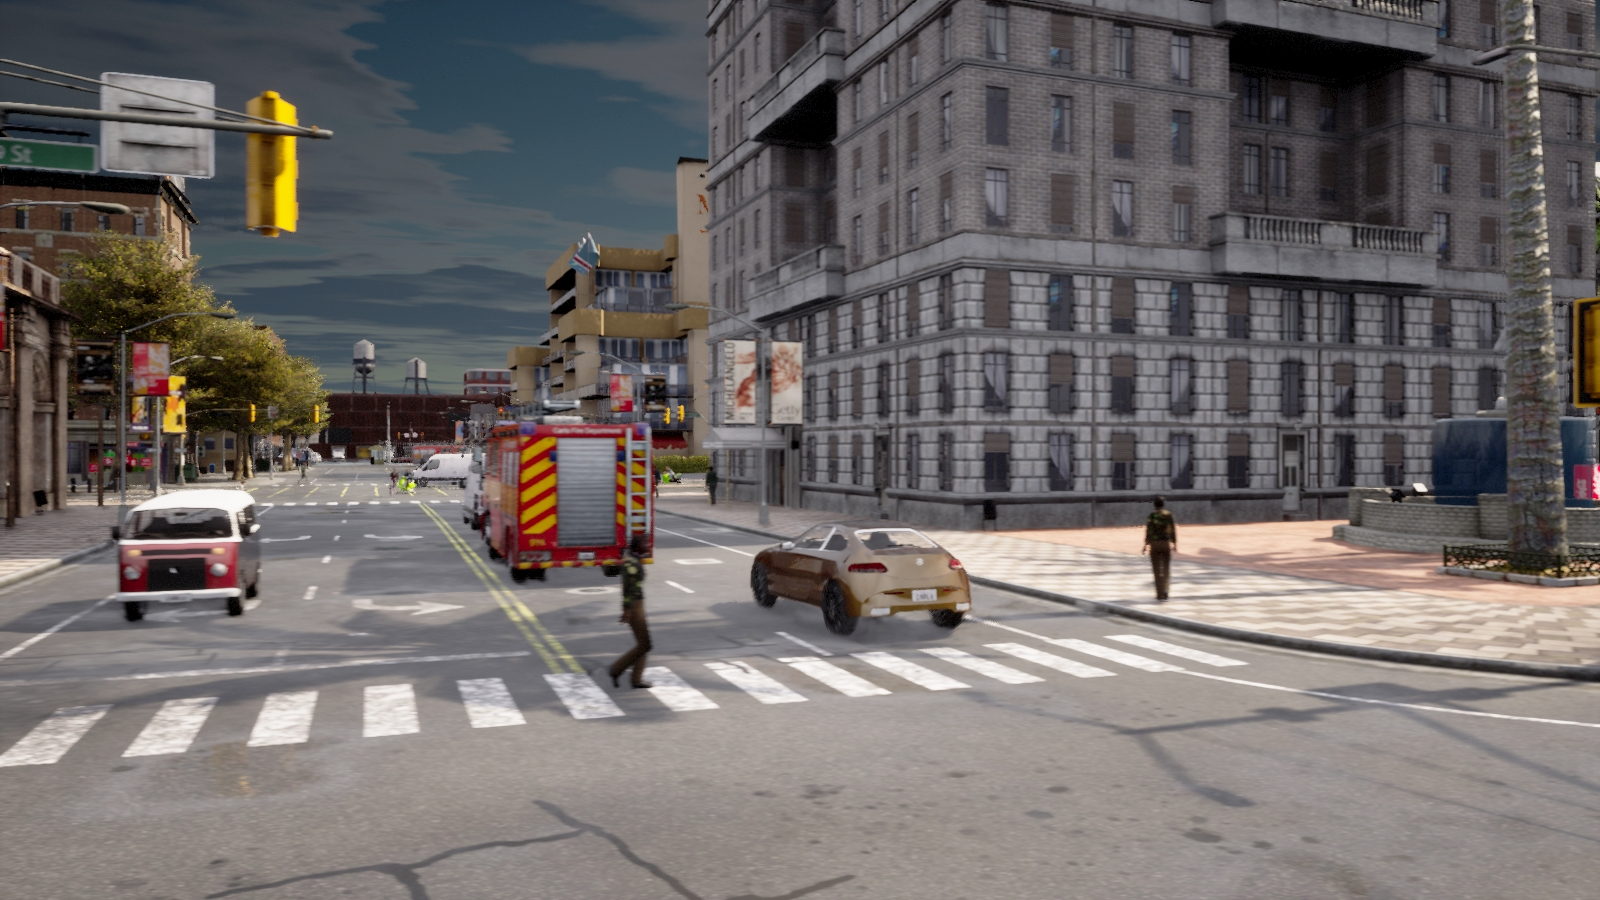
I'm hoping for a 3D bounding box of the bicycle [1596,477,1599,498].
[{"bbox_3d":[46.904,2.174,66.086,0.373,1.196,1.643,-1,0,-6],"label":"bicycle"}]

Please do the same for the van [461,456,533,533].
[{"bbox_3d":[-11.191,1.518,41.881,1.988,2.561,5.915,0,0,-20],"label":"van"}]

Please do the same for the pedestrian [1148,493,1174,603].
[{"bbox_3d":[6.226,1.687,19.724,0.375,1.860,0.375,0,0,10],"label":"pedestrian"}]

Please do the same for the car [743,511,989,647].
[{"bbox_3d":[0.886,1.984,19.056,2.152,1.651,5.027,0,0,-22],"label":"car"}]

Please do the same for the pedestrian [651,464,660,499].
[{"bbox_3d":[-7.725,1.672,61.137,0.375,1.860,0.375,0,0,-36],"label":"pedestrian"}]

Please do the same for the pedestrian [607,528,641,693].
[{"bbox_3d":[-2.033,1.843,13.232,0.375,1.860,0.375,0,0,-6],"label":"pedestrian"}]

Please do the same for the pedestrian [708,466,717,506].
[{"bbox_3d":[-4.119,1.674,53.805,0.375,1.860,0.375,0,0,-19],"label":"pedestrian"}]

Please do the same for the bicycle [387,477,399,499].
[{"bbox_3d":[-23.561,2.185,66.079,0.329,1.171,1.835,3,-1,-11],"label":"bicycle"}]

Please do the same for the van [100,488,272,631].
[{"bbox_3d":[-10.617,1.775,20.105,2.069,2.038,4.480,0,0,-20],"label":"van"}]

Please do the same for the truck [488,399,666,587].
[{"bbox_3d":[-5.676,0.879,27.709,2.891,3.827,8.468,0,0,-20],"label":"truck"}]

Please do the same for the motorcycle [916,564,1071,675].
[{"bbox_3d":[2.516,2.175,14.906,1.805,1.236,0.856,0,0,-20],"label":"motorcycle"}]

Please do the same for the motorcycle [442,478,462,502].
[{"bbox_3d":[-19.288,2.181,63.290,0.867,1.251,2.209,0,0,-21],"label":"motorcycle"}]

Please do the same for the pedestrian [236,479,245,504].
[{"bbox_3d":[-28.443,2.107,58.112,0.375,1.300,0.375,0,0,-17],"label":"pedestrian"}]
